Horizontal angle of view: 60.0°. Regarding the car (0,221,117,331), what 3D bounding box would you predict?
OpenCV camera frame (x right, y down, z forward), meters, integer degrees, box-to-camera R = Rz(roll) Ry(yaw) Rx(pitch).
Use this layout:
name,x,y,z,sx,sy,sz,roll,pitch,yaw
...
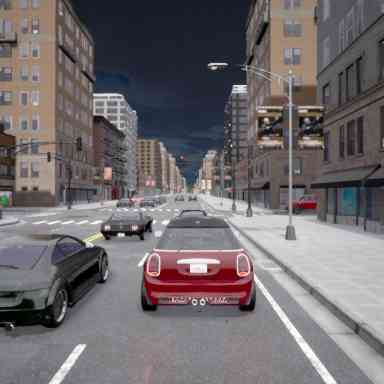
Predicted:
name,x,y,z,sx,sy,sz,roll,pitch,yaw
car,-3.131,1.564,6.992,1.994,1.385,4.181,0,0,0

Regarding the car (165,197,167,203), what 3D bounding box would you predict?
name,x,y,z,sx,sy,sz,roll,pitch,yaw
car,-6.304,1.487,69.299,1.837,1.490,4.892,0,0,0

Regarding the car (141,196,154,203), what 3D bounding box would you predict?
name,x,y,z,sx,sy,sz,roll,pitch,yaw
car,-9.549,1.522,71.334,2.033,1.411,5.357,0,0,0

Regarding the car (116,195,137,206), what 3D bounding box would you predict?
name,x,y,z,sx,sy,sz,roll,pitch,yaw
car,-9.713,1.556,48.701,1.994,1.385,4.181,0,0,0

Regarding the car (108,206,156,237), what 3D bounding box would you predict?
name,x,y,z,sx,sy,sz,roll,pitch,yaw
car,-3.104,1.600,16.860,1.895,1.301,4.718,0,0,0

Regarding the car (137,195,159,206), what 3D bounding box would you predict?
name,x,y,z,sx,sy,sz,roll,pitch,yaw
car,-6.456,1.556,49.313,1.994,1.385,4.181,0,0,0

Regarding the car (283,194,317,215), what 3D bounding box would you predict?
name,x,y,z,sx,sy,sz,roll,pitch,yaw
car,12.362,1.256,34.432,5.566,2.045,2.150,0,0,0

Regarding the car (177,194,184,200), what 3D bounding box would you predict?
name,x,y,z,sx,sy,sz,roll,pitch,yaw
car,-3.001,1.370,88.254,1.812,1.442,4.674,0,0,0

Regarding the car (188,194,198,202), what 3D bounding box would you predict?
name,x,y,z,sx,sy,sz,roll,pitch,yaw
car,0.221,1.333,78.212,2.097,1.767,4.553,0,0,0

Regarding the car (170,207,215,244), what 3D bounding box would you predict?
name,x,y,z,sx,sy,sz,roll,pitch,yaw
car,0.057,1.563,16.623,1.994,1.385,4.181,0,0,1

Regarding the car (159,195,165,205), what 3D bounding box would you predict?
name,x,y,z,sx,sy,sz,roll,pitch,yaw
car,-6.413,1.553,58.540,1.994,1.385,4.181,0,0,1

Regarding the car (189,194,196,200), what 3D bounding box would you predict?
name,x,y,z,sx,sy,sz,roll,pitch,yaw
car,0.250,1.370,88.245,1.812,1.442,4.674,0,0,0

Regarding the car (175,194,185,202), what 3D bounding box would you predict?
name,x,y,z,sx,sy,sz,roll,pitch,yaw
car,-3.029,1.530,78.251,1.994,1.385,4.181,0,0,0

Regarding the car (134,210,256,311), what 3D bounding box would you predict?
name,x,y,z,sx,sy,sz,roll,pitch,yaw
car,0.122,1.352,7.921,2.097,1.767,4.553,0,0,0
